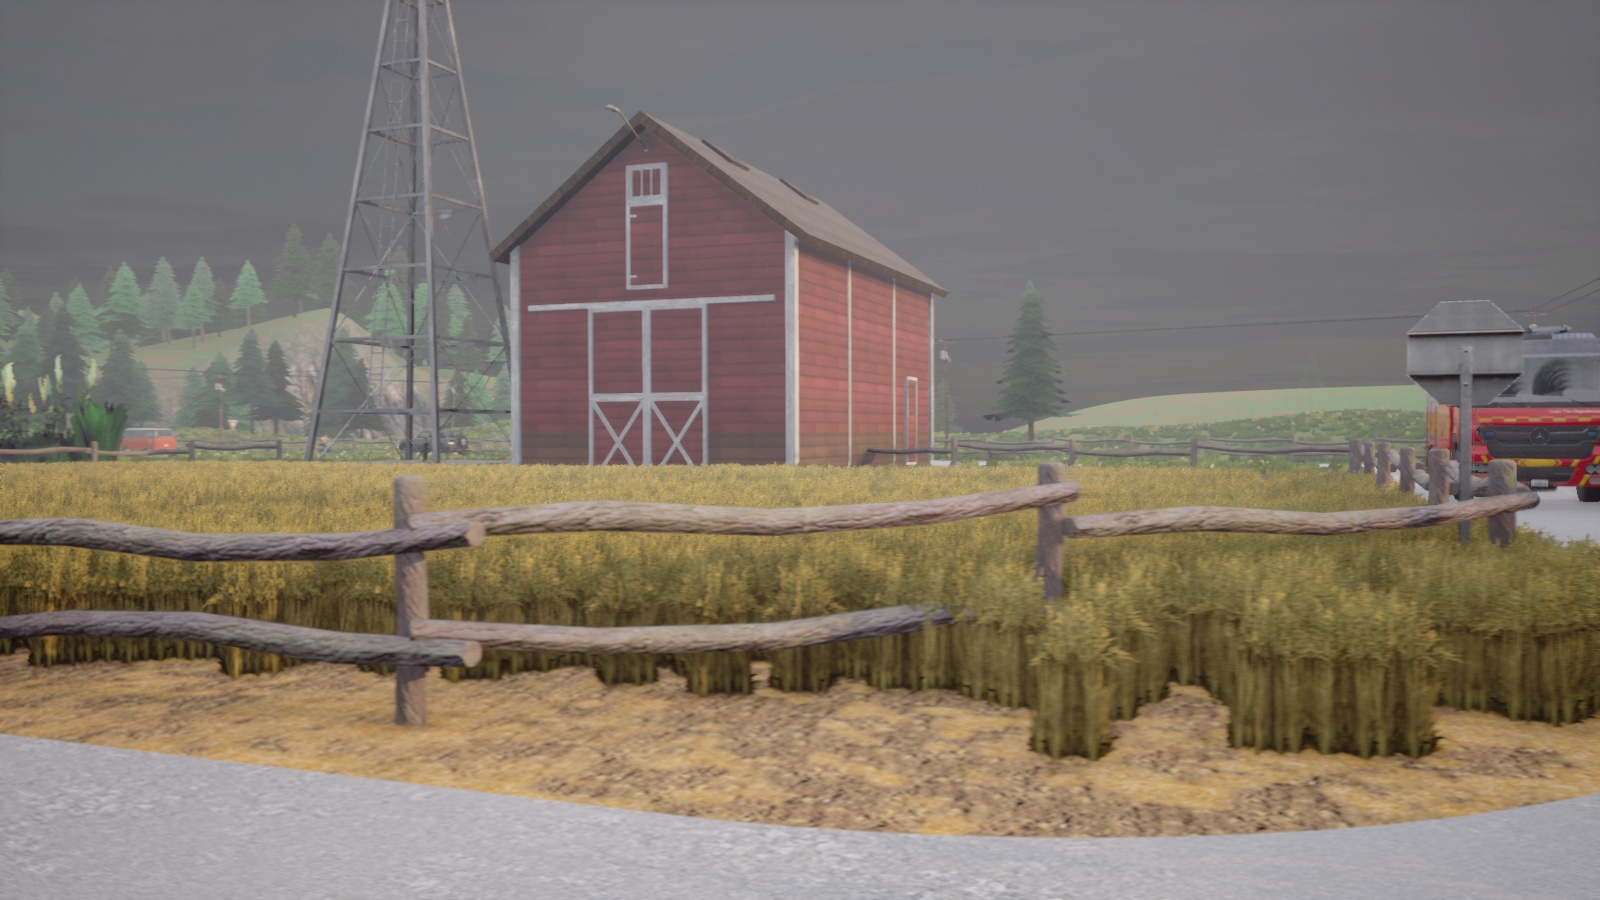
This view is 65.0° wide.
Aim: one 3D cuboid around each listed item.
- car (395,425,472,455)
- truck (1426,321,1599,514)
[{"bbox_3d":[-23.153,-0.624,79.253,4.605,1.855,1.932,1,1,27],"label":"car"},{"bbox_3d":[16.575,-0.707,29.236,2.891,3.827,8.468,1,1,22],"label":"truck"}]
